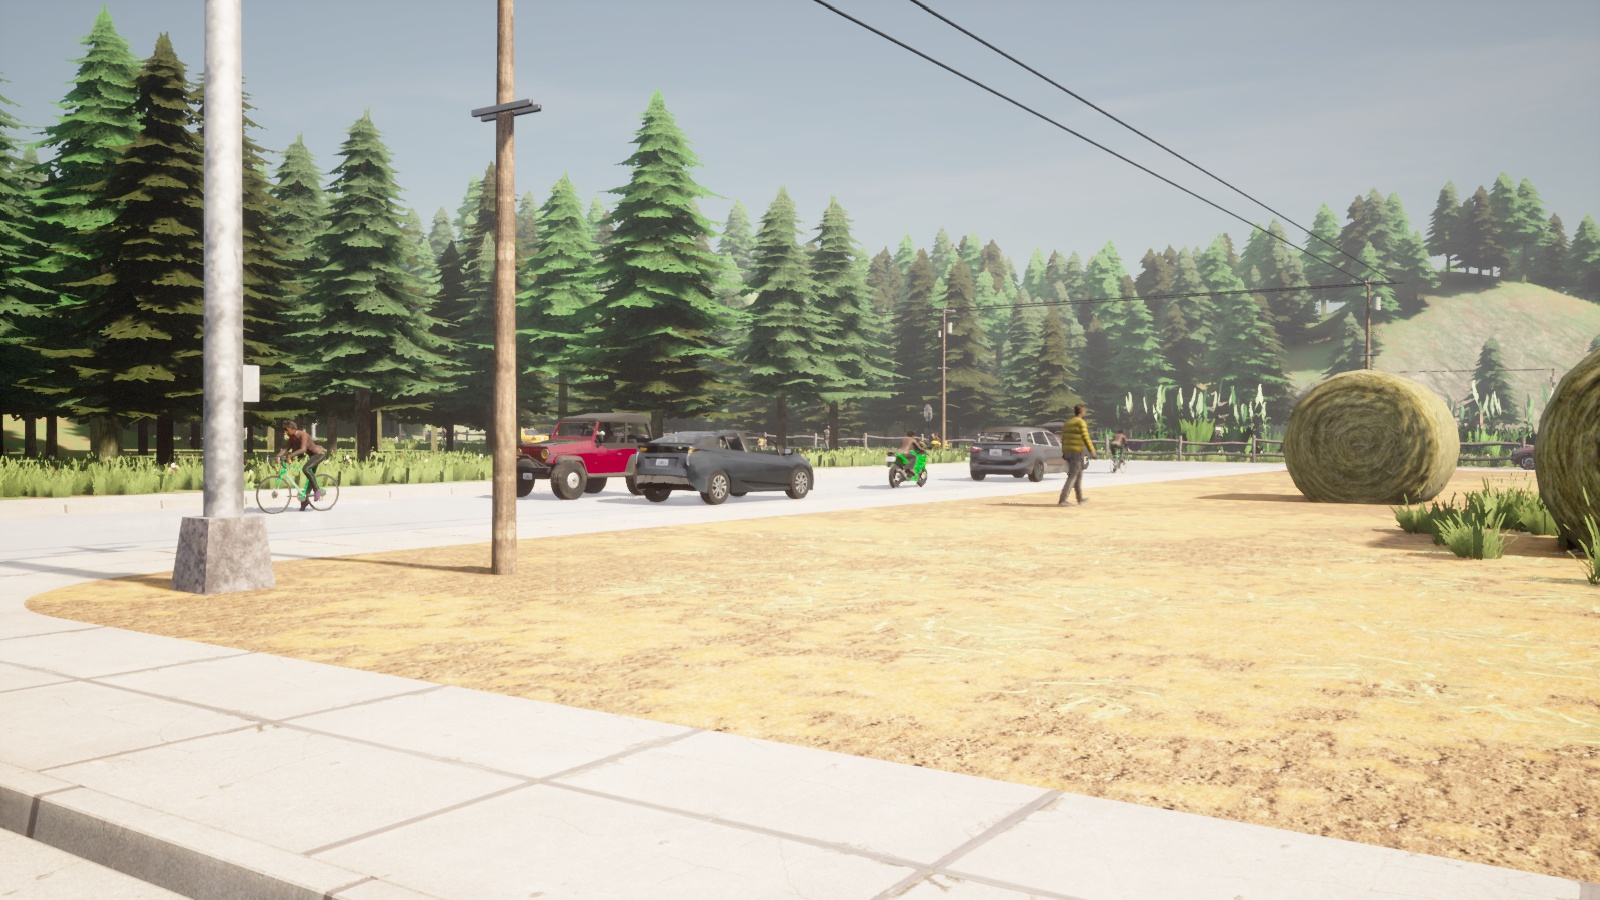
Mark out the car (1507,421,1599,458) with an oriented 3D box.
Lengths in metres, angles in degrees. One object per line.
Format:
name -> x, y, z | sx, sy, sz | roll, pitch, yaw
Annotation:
car -> 31.697, -0.434, 51.316 | 4.674, 1.442, 1.812 | 0, 1, 37

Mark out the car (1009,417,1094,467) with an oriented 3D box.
car -> 9.971, -0.336, 49.586 | 1.905, 1.878, 3.866 | 0, 1, 35

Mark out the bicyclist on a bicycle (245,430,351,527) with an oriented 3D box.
bicyclist on a bicycle -> -8.881, 0.477, 22.268 | 0.582, 1.620, 1.656 | 0, 1, 35

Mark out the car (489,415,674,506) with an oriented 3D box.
car -> -4.816, 0.179, 28.155 | 1.905, 1.878, 3.866 | 0, 1, 35

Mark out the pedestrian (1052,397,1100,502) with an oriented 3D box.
pedestrian -> 4.898, -0.015, 22.288 | 0.709, 1.840, 0.431 | -1, 1, -23

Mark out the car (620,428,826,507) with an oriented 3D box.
car -> -1.531, 0.311, 26.750 | 2.007, 1.525, 4.514 | 0, 1, 35

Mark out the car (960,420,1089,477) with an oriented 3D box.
car -> 7.081, -0.090, 39.219 | 2.242, 1.667, 4.611 | 0, 1, 34

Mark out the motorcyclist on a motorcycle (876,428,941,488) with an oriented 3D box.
motorcyclist on a motorcycle -> 2.874, 0.193, 33.130 | 0.797, 1.523, 2.044 | 0, 1, 35

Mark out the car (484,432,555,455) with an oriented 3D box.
car -> -20.104, -0.477, 89.933 | 5.366, 1.575, 1.801 | 0, 1, 36
